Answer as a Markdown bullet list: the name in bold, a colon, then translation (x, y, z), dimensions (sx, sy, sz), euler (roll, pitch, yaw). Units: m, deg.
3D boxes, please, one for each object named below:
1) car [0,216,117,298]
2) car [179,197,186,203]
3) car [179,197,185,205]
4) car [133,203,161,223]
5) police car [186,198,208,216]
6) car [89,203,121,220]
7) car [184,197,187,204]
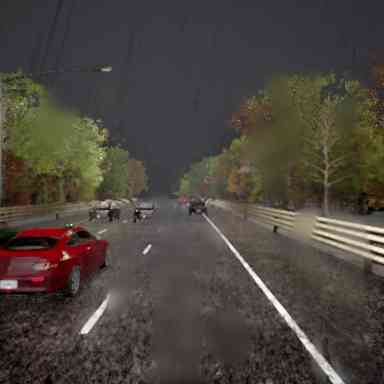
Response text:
- **car**: translation (-3.438, 1.582, 8.531), dimensions (1.812, 1.442, 4.674), euler (0, 0, 0)
- **car**: translation (-2.630, 2.123, 89.273), dimensions (1.812, 1.442, 4.674), euler (0, -1, -4)
- **car**: translation (-1.650, 1.788, 70.685), dimensions (2.097, 1.767, 4.553), euler (0, -1, -3)
- **car**: translation (-3.680, 1.683, 27.760), dimensions (2.128, 1.511, 4.902), euler (0, 0, -1)
- **police car**: translation (0.604, 1.681, 36.019), dimensions (1.930, 1.638, 5.238), euler (0, 0, -1)
- **car**: translation (-7.183, 1.684, 27.810), dimensions (2.128, 1.511, 4.902), euler (0, 0, -1)
- **car**: translation (0.128, 1.857, 52.196), dimensions (1.801, 1.575, 5.366), euler (0, -1, -2)
